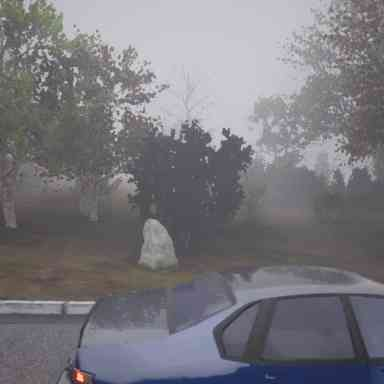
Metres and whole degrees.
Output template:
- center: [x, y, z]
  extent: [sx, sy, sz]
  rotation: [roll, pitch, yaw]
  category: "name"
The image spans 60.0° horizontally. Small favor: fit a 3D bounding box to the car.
- center: [1.451, 1.581, 3.611]
  extent: [5.357, 1.411, 2.033]
  rotation: [2, 0, -6]
  category: "car"
